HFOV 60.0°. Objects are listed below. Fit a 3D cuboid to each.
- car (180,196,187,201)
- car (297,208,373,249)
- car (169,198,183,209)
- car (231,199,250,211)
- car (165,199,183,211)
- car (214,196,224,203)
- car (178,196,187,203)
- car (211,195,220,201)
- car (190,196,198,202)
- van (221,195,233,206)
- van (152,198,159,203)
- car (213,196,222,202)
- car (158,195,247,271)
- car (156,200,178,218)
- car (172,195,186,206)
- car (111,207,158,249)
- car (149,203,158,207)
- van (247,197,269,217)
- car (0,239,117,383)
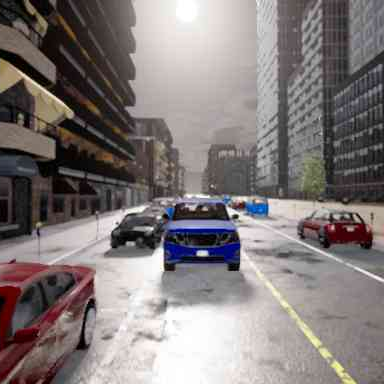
[{"bbox_3d":[-2.182,1.720,87.098,1.802,1.307,4.206,1,0,0],"label":"car"},{"bbox_3d":[6.084,1.461,14.677,1.967,1.590,4.097,1,0,0],"label":"car"},{"bbox_3d":[-2.244,1.596,47.940,1.752,1.417,4.829,1,0,0],"label":"car"},{"bbox_3d":[6.127,1.645,42.525,1.802,1.307,4.206,1,0,0],"label":"car"},{"bbox_3d":[-2.253,1.613,42.539,2.008,1.369,4.403,1,0,0],"label":"car"},{"bbox_3d":[6.181,1.644,76.113,1.752,1.417,4.829,1,0,0],"label":"car"},{"bbox_3d":[-2.200,1.663,75.958,1.887,1.381,4.507,1,0,0],"label":"car"},{"bbox_3d":[6.201,1.579,87.083,1.967,1.590,4.097,1,0,0],"label":"car"},{"bbox_3d":[0.484,1.649,78.727,1.812,1.442,4.674,0,0,0],"label":"car"},{"bbox_3d":[6.157,1.431,59.235,1.690,1.788,3.998,1,0,0],"label":"van"},{"bbox_3d":[-2.277,1.378,25.832,1.690,1.788,3.998,1,0,0],"label":"van"},{"bbox_3d":[6.189,1.674,81.513,1.887,1.381,4.507,1,0,0],"label":"car"},{"bbox_3d":[0.276,1.239,11.294,2.150,2.045,5.566,0,0,0],"label":"car"},{"bbox_3d":[-2.271,1.571,31.231,1.752,1.417,4.829,1,0,0],"label":"car"},{"bbox_3d":[-2.223,1.404,59.249,2.192,1.841,5.009,1,0,0],"label":"car"},{"bbox_3d":[-2.298,1.586,14.692,1.947,1.339,4.313,1,0,0],"label":"car"},{"bbox_3d":[-2.289,1.580,20.261,2.008,1.369,4.403,1,0,0],"label":"car"},{"bbox_3d":[6.113,1.388,31.387,1.690,1.788,3.998,1,0,0],"label":"van"},{"bbox_3d":[-2.316,1.549,3.552,1.887,1.381,4.507,1,0,0],"label":"car"}]
